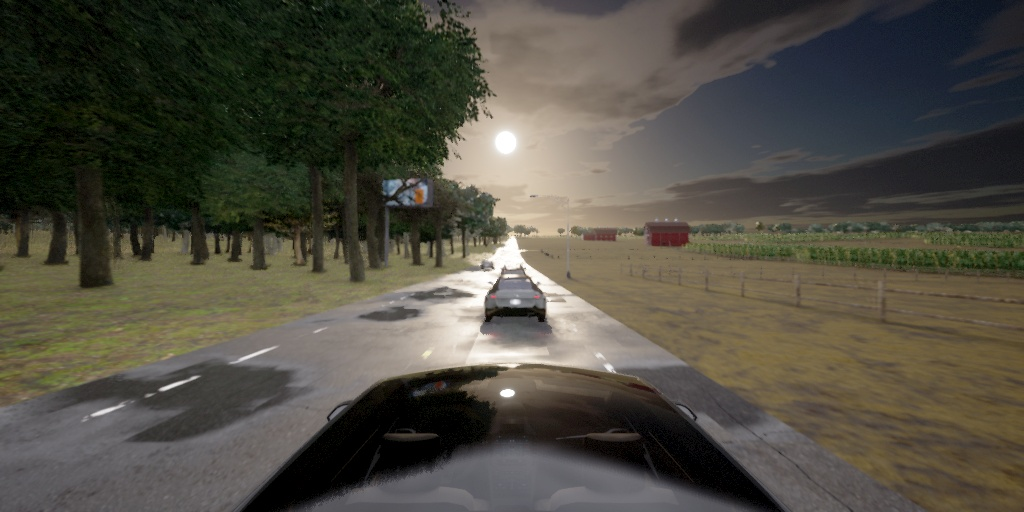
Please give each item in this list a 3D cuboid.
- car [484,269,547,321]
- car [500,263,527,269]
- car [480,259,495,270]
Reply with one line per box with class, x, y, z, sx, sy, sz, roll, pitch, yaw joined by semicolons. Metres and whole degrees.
car;0.084;1.334;12.551;1.994;1.385;4.181;0;0;-1
car;0.082;1.269;27.584;2.128;1.511;4.902;0;0;0
car;-3.544;1.200;52.435;2.128;1.511;4.902;0;0;0
